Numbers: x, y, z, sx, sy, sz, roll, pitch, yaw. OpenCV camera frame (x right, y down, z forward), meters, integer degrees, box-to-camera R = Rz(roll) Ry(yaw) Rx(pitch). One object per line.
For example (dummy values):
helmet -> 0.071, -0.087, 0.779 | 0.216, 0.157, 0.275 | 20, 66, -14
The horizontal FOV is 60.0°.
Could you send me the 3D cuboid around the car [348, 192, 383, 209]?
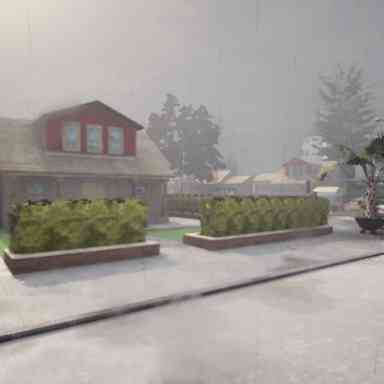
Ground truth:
car -> 20.263, 0.952, 38.380 | 3.866, 1.878, 1.905 | 0, 0, -1
